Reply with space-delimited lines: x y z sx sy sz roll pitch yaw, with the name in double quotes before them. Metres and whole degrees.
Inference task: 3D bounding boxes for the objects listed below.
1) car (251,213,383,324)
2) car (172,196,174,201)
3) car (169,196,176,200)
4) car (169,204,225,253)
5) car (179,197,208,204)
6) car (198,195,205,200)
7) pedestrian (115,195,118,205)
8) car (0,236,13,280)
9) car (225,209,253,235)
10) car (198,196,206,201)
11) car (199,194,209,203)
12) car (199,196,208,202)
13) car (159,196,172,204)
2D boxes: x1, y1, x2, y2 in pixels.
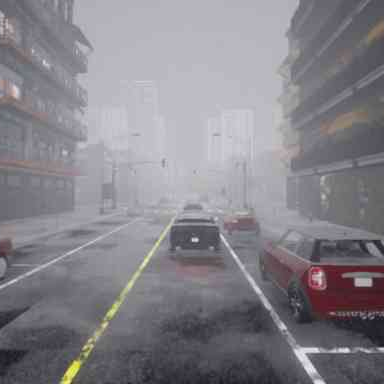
"car" 2.694 1.442 7.167 1.967 1.590 4.097 0 0 0
"car" -5.679 1.654 73.251 1.947 1.339 4.313 0 0 0
"car" -5.676 1.721 95.353 1.802 1.307 4.206 0 0 0
"car" 0.101 1.483 13.811 1.882 1.535 5.008 0 0 0
"car" 0.106 1.512 31.327 2.128 1.511 4.902 0 0 0
"car" 2.704 1.689 95.352 2.008 1.369 4.403 0 0 0
"pedestrian" -12.504 1.339 54.988 0.375 1.860 0.375 0 0 0
"car" -5.686 1.547 7.169 1.887 1.381 4.507 0 0 0
"car" 2.695 1.591 18.498 1.802 1.307 4.206 0 0 0
"car" 2.704 1.690 89.827 1.947 1.339 4.313 0 0 0
"car" 2.702 1.402 73.250 2.192 1.841 5.009 0 0 0
"car" 2.702 1.665 78.776 1.947 1.339 4.313 0 0 0
"car" -5.767 1.621 67.729 1.887 1.381 4.507 0 0 0
